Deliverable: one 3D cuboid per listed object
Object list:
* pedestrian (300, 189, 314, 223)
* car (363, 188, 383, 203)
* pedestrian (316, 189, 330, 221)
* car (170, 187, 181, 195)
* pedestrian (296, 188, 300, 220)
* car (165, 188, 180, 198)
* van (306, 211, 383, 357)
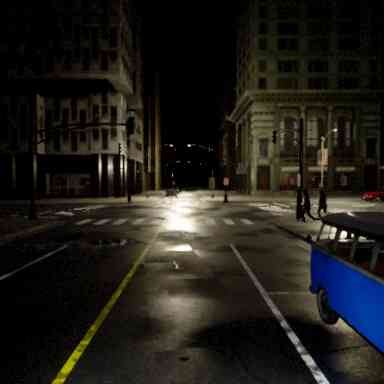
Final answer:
[{"bbox_3d":[6.112,0.709,17.663,0.375,1.860,0.375,0,2,0],"label":"pedestrian"},{"bbox_3d":[20.609,0.303,34.934,5.008,1.535,1.882,-1,2,0],"label":"car"},{"bbox_3d":[7.206,0.668,18.267,0.375,1.860,0.375,0,2,0],"label":"pedestrian"},{"bbox_3d":[-3.501,-0.241,70.669,2.033,1.411,5.357,0,2,-1],"label":"car"},{"bbox_3d":[6.053,0.681,18.862,0.375,1.860,0.375,0,2,0],"label":"pedestrian"},{"bbox_3d":[-3.393,0.180,54.872,2.033,1.411,5.357,0,1,0],"label":"car"},{"bbox_3d":[2.836,1.235,4.218,1.690,1.788,3.998,0,1,0],"label":"van"}]
